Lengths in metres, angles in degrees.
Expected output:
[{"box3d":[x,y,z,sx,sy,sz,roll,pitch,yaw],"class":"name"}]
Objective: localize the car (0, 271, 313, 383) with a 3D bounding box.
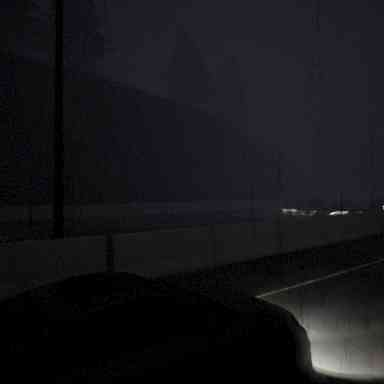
[{"box3d":[-0.653,1.569,3.415,4.181,1.385,1.994,0,0,-36],"class":"car"}]
